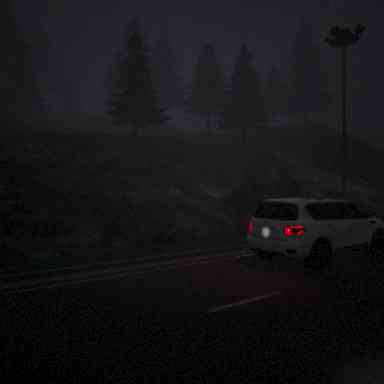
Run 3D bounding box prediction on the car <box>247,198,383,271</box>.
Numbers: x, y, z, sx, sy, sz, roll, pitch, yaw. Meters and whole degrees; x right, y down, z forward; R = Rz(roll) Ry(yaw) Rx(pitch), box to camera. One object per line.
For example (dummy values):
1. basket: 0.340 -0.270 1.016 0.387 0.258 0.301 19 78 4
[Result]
1. car: 4.308 1.202 11.117 5.566 2.045 2.150 0 0 -35
